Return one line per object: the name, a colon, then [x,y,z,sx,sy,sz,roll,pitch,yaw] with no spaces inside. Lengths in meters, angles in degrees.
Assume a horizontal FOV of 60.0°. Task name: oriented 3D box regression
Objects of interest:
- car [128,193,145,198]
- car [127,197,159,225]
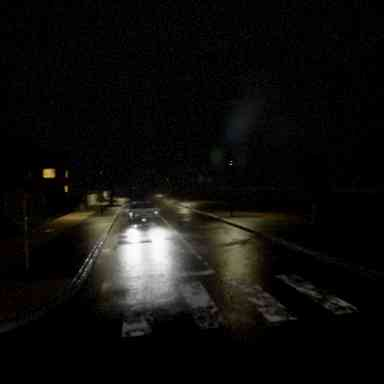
car: [-6.166,0.922,37.896,1.882,1.535,5.008,-2,1,-10]
car: [-3.192,1.280,21.455,1.895,1.301,4.718,-2,1,-10]
